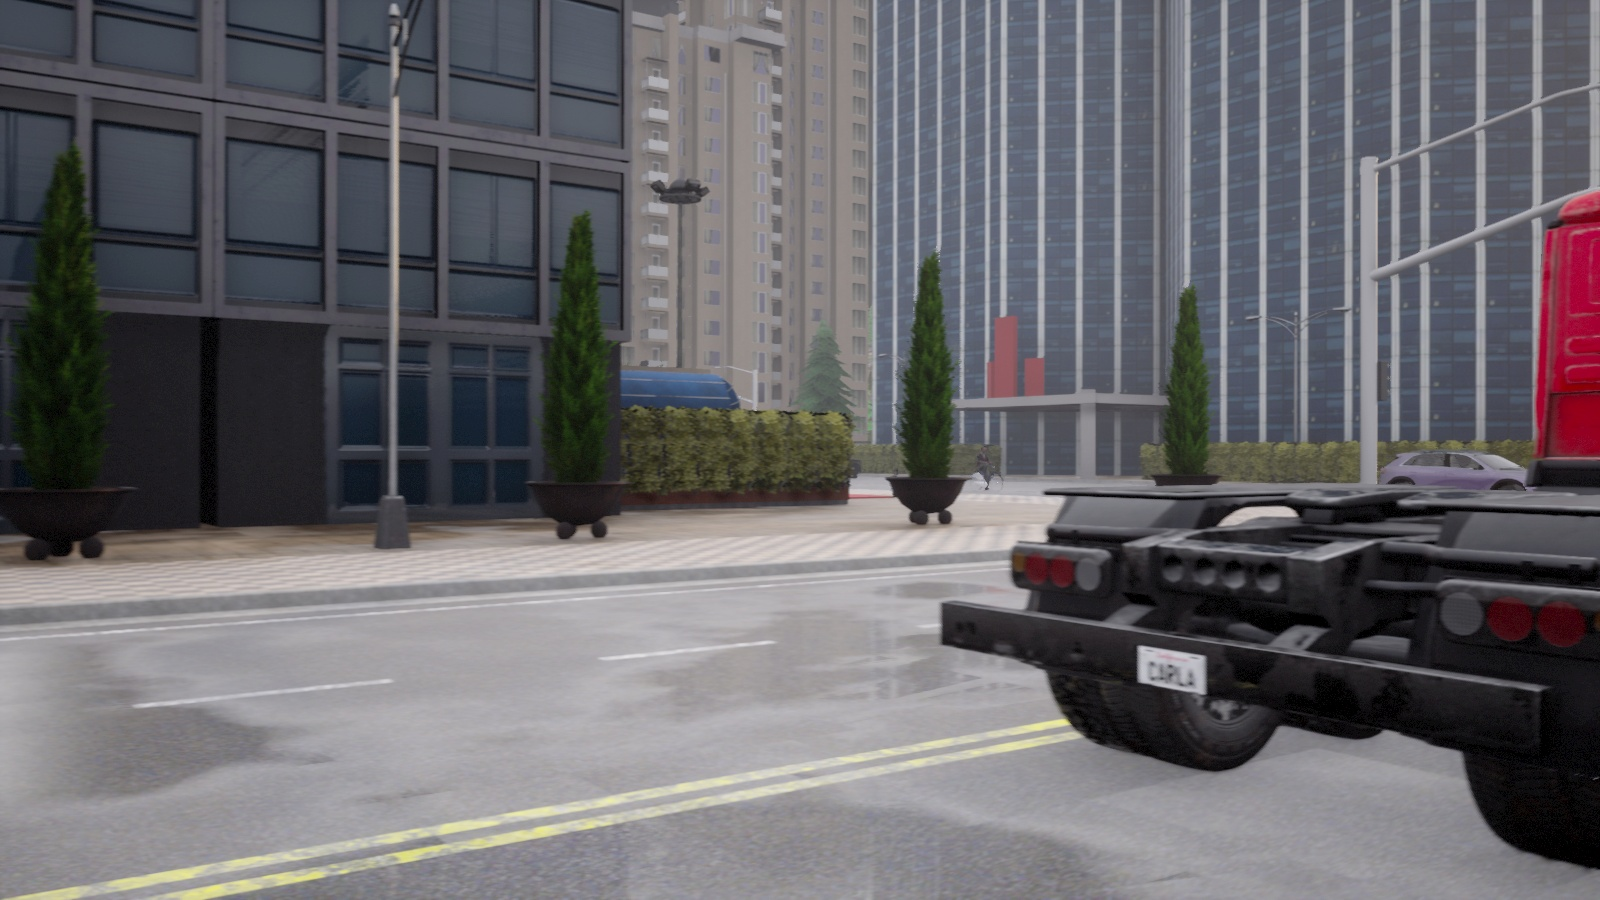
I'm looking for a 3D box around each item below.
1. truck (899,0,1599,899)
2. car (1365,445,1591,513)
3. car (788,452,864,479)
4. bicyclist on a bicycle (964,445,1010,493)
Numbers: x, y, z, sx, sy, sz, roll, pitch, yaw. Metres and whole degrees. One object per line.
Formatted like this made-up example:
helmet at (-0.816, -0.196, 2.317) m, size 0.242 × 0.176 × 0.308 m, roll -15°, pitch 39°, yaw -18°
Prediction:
truck at (4.538, -0.230, 6.821) m, size 7.936 × 3.462 × 2.891 m, roll 0°, pitch 0°, yaw -35°
car at (17.675, 0.718, 32.990) m, size 2.033 × 1.649 × 4.856 m, roll 0°, pitch 0°, yaw -31°
car at (1.497, 0.902, 74.411) m, size 1.882 × 1.535 × 5.008 m, roll 0°, pitch 0°, yaw -35°
bicyclist on a bicycle at (7.170, 0.718, 48.162) m, size 0.659 × 1.776 × 1.843 m, roll 0°, pitch 0°, yaw -35°
